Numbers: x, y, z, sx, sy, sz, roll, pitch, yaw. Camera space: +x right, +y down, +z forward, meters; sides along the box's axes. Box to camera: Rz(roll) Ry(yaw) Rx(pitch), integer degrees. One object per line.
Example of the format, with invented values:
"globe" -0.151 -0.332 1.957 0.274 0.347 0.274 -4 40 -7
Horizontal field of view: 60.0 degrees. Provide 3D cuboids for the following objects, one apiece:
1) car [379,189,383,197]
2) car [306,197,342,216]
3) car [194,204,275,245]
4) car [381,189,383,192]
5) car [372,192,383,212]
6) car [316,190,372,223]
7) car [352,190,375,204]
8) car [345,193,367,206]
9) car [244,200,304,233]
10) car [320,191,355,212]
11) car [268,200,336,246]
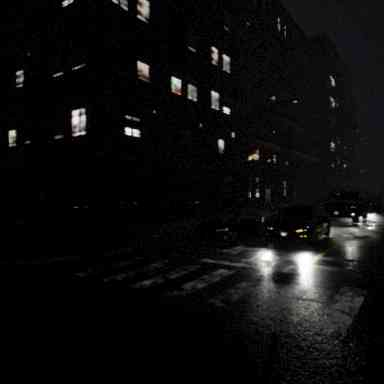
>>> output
"car" 43.214 0.178 74.128 2.192 1.841 5.009 0 1 35
"car" 11.353 1.157 28.477 1.887 1.381 4.507 1 1 35
"car" 1.795 1.393 14.780 2.008 1.369 4.403 1 1 35
"car" 33.657 0.652 60.436 1.947 1.339 4.313 0 1 35
"car" 16.453 1.015 31.257 2.128 1.511 4.902 0 1 35
"car" 10.468 0.888 22.696 2.150 2.045 5.566 0 1 36
"car" 24.097 0.625 46.735 2.192 1.841 5.009 1 1 35
"car" 20.814 0.913 42.033 1.752 1.417 4.829 1 1 35
"car" 4.884 1.293 19.205 1.752 1.417 4.829 1 1 35
"car" 14.539 0.852 33.039 2.192 1.841 5.009 1 1 35
"car" 4.745 1.309 14.550 1.837 1.490 4.892 -1 1 33
